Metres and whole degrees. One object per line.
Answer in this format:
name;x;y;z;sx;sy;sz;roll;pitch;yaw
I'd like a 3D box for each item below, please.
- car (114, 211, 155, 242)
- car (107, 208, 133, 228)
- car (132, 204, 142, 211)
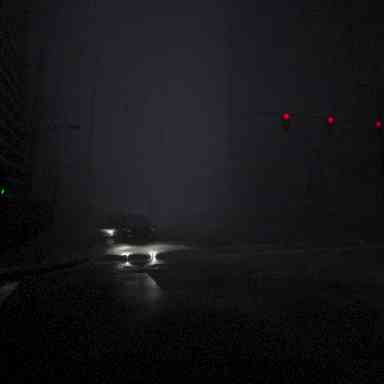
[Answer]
car;-3.736;2.243;21.692;1.882;1.535;5.008;0;-2;-18
car;-7.404;2.657;33.085;1.882;1.535;5.008;0;-2;-18
car;-15.134;4.336;91.393;2.150;2.045;5.566;0;-2;-18
